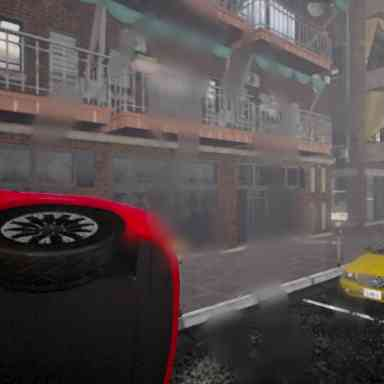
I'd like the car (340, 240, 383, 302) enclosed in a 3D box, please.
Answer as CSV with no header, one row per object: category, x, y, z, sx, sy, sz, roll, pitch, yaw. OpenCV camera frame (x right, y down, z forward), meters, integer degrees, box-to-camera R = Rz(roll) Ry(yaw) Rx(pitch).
car,5.101,1.522,7.572,4.829,1.417,1.752,0,0,-40

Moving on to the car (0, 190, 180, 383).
car,-2.954,0.961,2.977,5.566,2.150,2.045,4,14,-11
